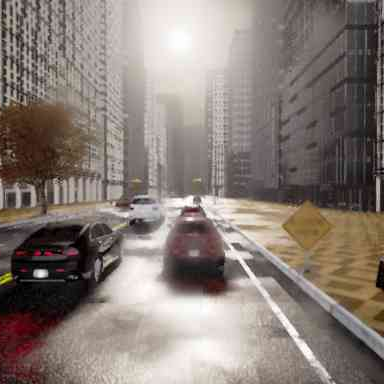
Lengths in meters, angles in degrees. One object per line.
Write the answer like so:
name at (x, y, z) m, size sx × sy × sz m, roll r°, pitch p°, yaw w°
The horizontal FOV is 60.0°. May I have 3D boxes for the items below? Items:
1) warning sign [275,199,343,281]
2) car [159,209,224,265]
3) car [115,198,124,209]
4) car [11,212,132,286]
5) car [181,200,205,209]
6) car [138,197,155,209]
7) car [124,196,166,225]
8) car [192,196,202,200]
warning sign at (2.863, 1.131, 8.301) m, size 1.300 × 1.860 × 1.060 m, roll 1°, pitch 1°, yaw 0°
car at (0.074, 1.546, 11.588) m, size 1.812 × 1.442 × 4.674 m, roll 0°, pitch 0°, yaw 0°
car at (-9.838, 1.564, 48.408) m, size 1.882 × 1.535 × 5.008 m, roll 0°, pitch 0°, yaw 0°
car at (-3.188, 1.519, 9.475) m, size 1.837 × 1.490 × 4.892 m, roll 0°, pitch -1°, yaw 0°
car at (0.070, 1.613, 26.806) m, size 1.994 × 1.385 × 4.181 m, roll 0°, pitch 0°, yaw 0°
car at (-6.587, 1.590, 48.580) m, size 1.837 × 1.490 × 4.892 m, roll 0°, pitch 0°, yaw 0°
car at (-3.190, 1.268, 24.647) m, size 2.150 × 2.045 × 5.566 m, roll 0°, pitch 0°, yaw 0°
car at (1.120, 1.613, 74.326) m, size 1.882 × 1.535 × 5.008 m, roll 0°, pitch 0°, yaw 0°
